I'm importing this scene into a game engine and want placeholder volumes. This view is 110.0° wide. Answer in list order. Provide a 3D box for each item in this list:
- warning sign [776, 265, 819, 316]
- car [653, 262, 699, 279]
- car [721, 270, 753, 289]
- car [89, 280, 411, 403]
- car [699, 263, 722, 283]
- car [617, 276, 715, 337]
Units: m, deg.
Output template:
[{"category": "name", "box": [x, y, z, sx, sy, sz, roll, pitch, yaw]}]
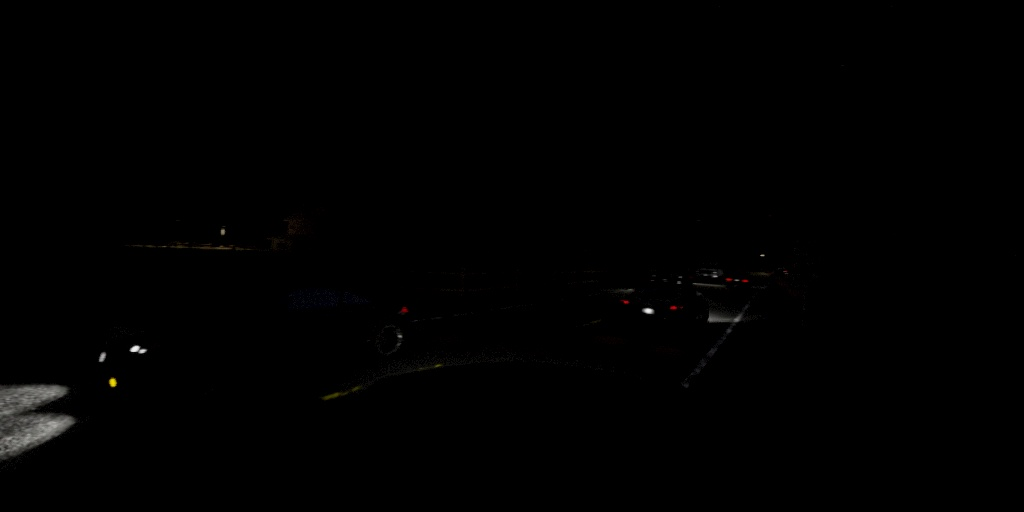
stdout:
[{"category": "warning sign", "box": [11.645, 1.416, 14.782, 1.300, 1.860, 1.060, 0, 0, 36]}, {"category": "car", "box": [12.871, 1.546, 28.462, 2.150, 2.045, 5.566, 3, 0, 37]}, {"category": "car", "box": [21.511, 2.287, 33.873, 2.033, 1.411, 5.357, 3, 0, 37]}, {"category": "car", "box": [-3.796, 1.111, 5.978, 1.994, 1.385, 4.181, 3, 0, 37]}, {"category": "car", "box": [23.169, 1.828, 41.948, 2.150, 2.045, 5.566, 3, 0, 38]}, {"category": "car", "box": [4.928, 1.536, 11.463, 1.994, 1.385, 4.181, 3, 0, 37]}]
